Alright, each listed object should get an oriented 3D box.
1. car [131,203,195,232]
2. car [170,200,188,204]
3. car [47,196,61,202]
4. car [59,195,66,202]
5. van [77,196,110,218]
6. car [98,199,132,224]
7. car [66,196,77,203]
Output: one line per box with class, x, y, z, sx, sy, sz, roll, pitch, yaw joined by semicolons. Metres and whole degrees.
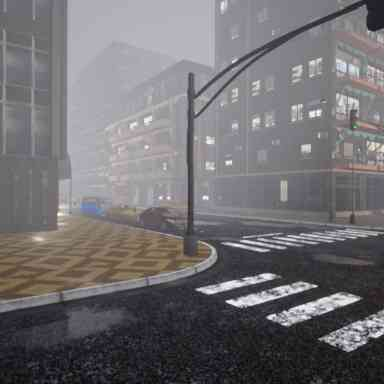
car;-1.713;1.525;19.803;1.802;1.307;4.206;0;0;-36
car;-1.603;1.487;34.029;1.752;1.417;4.829;0;0;-36
car;-31.206;1.488;75.313;1.947;1.339;4.313;0;0;-36
car;-27.906;1.360;70.712;1.967;1.590;4.097;0;0;-36
van;-8.313;1.265;29.008;1.690;1.788;3.998;0;0;-36
car;-4.914;1.458;24.266;1.752;1.417;4.829;0;0;-36
car;-21.405;1.447;61.645;1.752;1.417;4.829;0;0;-36
